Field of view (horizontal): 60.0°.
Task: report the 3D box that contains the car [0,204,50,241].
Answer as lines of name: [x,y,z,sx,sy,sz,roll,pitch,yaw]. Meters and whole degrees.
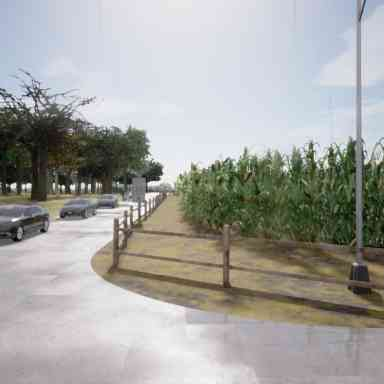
car: [-8.365,1.353,15.739,1.837,1.490,4.892,1,1,-3]

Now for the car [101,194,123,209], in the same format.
car: [-9.227,1.015,36.540,1.837,1.490,4.892,1,1,-3]

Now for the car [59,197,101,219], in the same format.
car: [-8.798,1.211,26.051,1.837,1.490,4.892,1,1,-3]

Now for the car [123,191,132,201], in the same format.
car: [-9.791,0.667,52.180,2.128,1.511,4.902,1,1,-2]
